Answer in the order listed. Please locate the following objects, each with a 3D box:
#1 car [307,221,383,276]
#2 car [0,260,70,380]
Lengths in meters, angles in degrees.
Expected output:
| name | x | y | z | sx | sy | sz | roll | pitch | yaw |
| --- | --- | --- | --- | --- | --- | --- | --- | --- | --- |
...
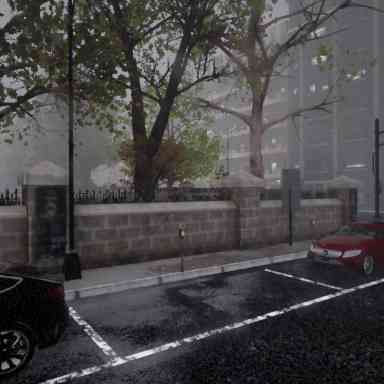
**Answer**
| name | x | y | z | sx | sy | sz | roll | pitch | yaw |
| --- | --- | --- | --- | --- | --- | --- | --- | --- | --- |
| car | 5.356 | 1.581 | 10.269 | 4.206 | 1.307 | 1.802 | 0 | 0 | -35 |
| car | -3.723 | 1.566 | 3.936 | 4.313 | 1.339 | 1.947 | 0 | 0 | -35 |
